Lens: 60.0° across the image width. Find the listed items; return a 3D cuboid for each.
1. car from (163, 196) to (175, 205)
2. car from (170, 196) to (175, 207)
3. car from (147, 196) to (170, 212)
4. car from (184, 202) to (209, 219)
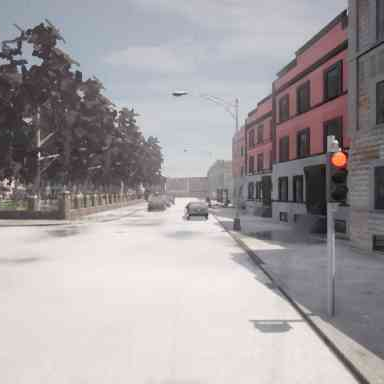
[{"bbox_3d":[-4.050,1.505,59.662,1.837,1.490,4.892,0,0,0],"label":"car"},{"bbox_3d":[-4.083,1.547,49.263,2.033,1.411,5.357,0,0,0],"label":"car"},{"bbox_3d":[-4.087,1.478,39.363,1.882,1.535,5.008,0,0,0],"label":"car"},{"bbox_3d":[0.346,1.547,29.271,2.033,1.411,5.357,0,0,-4],"label":"car"}]
